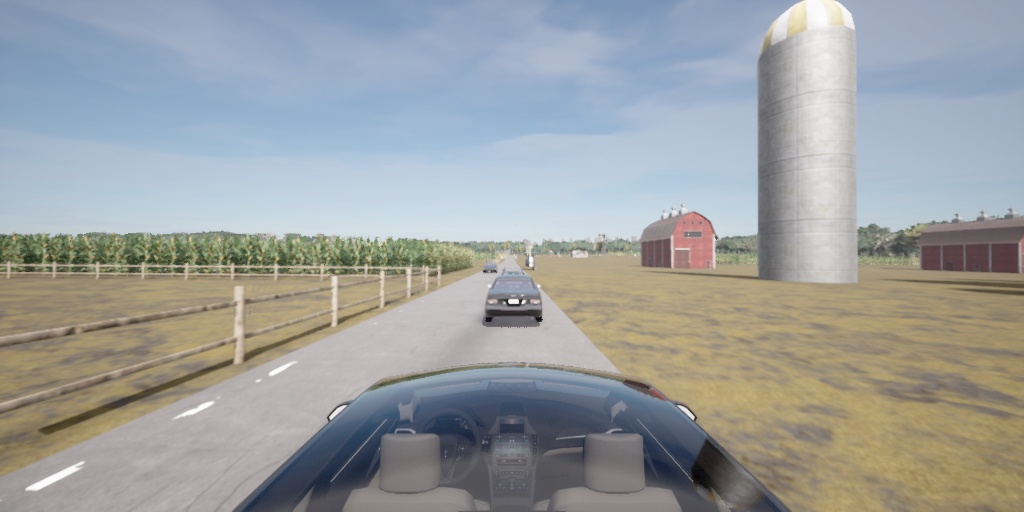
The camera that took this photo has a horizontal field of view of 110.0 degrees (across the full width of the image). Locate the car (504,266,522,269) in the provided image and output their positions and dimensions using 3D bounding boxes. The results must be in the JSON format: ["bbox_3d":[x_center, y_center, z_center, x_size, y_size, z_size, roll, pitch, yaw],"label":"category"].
[{"bbox_3d":[0.084,1.524,30.968,1.895,1.301,4.718,0,0,0],"label":"car"}]

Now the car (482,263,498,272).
[{"bbox_3d":[-2.840,1.575,47.365,2.033,1.411,5.357,0,0,0],"label":"car"}]

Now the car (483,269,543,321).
[{"bbox_3d":[0.068,1.356,12.732,2.033,1.411,5.357,0,0,0],"label":"car"}]

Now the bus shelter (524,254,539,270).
[{"bbox_3d":[3.129,0.994,61.432,1.920,2.740,3.880,0,0,0],"label":"bus shelter"}]
